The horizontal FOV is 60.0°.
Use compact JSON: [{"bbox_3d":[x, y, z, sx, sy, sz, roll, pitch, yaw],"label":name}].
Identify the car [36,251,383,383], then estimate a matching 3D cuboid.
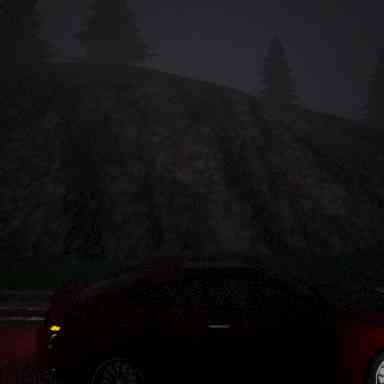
[{"bbox_3d":[0.535,1.524,4.221,4.674,1.442,1.812,0,0,-1],"label":"car"}]
